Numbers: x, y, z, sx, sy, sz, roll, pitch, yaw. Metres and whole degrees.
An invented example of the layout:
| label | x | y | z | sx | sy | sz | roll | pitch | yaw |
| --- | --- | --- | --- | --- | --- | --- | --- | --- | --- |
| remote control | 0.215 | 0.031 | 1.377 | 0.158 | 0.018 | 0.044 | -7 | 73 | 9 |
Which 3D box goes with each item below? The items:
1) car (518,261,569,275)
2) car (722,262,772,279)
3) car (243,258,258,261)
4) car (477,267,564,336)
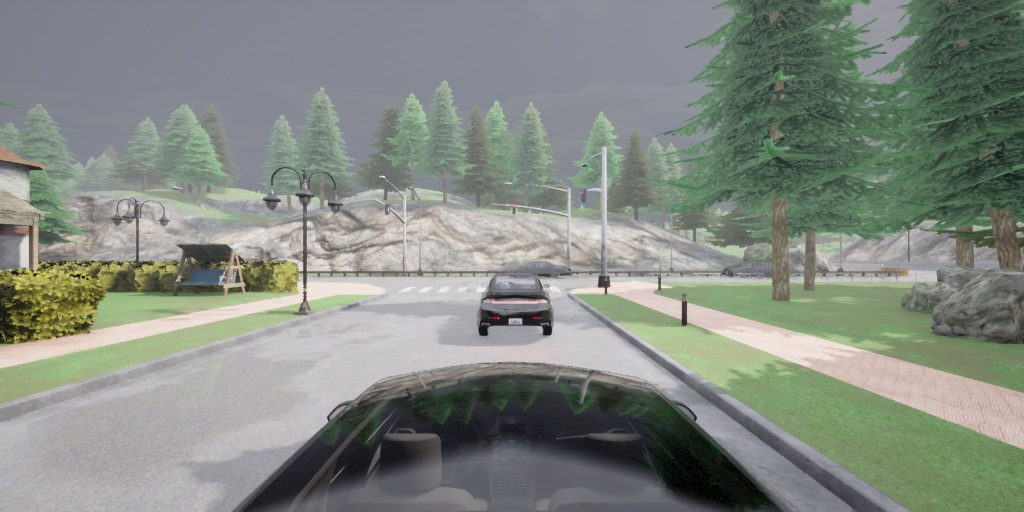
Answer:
| label | x | y | z | sx | sy | sz | roll | pitch | yaw |
| --- | --- | --- | --- | --- | --- | --- | --- | --- | --- |
| car | 1.840 | 1.135 | 28.965 | 5.357 | 1.411 | 2.033 | 0 | 0 | -13 |
| car | 19.715 | 1.151 | 29.486 | 4.181 | 1.385 | 1.994 | 0 | 0 | 0 |
| car | -19.143 | 0.940 | 25.895 | 4.553 | 1.767 | 2.097 | 0 | 0 | 0 |
| car | 0.098 | 1.242 | 10.383 | 2.128 | 1.511 | 4.902 | 0 | 0 | 1 |
